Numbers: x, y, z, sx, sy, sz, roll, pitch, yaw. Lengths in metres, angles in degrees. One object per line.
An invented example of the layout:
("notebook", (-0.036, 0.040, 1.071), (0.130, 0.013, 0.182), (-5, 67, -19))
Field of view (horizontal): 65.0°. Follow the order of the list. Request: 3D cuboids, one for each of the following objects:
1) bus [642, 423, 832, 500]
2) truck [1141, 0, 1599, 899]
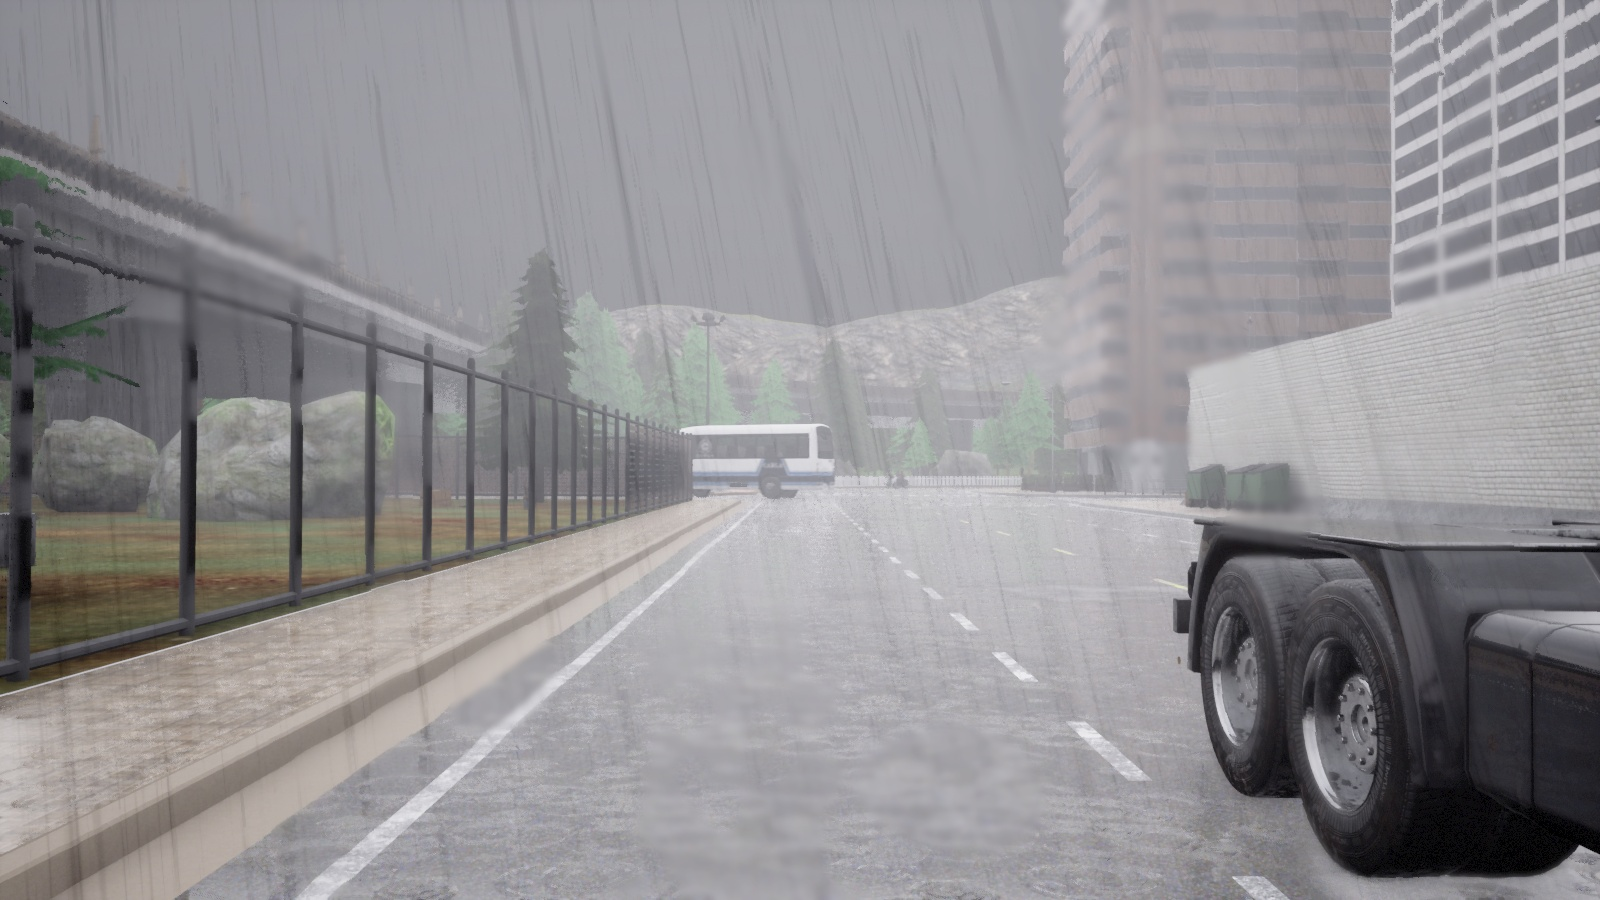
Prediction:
("bus", (-3.657, 0.721, 73.047), (10.273, 4.253, 3.944), (-1, -1, 21))
("truck", (3.487, -0.123, 3.466), (2.891, 3.462, 7.936), (0, -1, 0))
